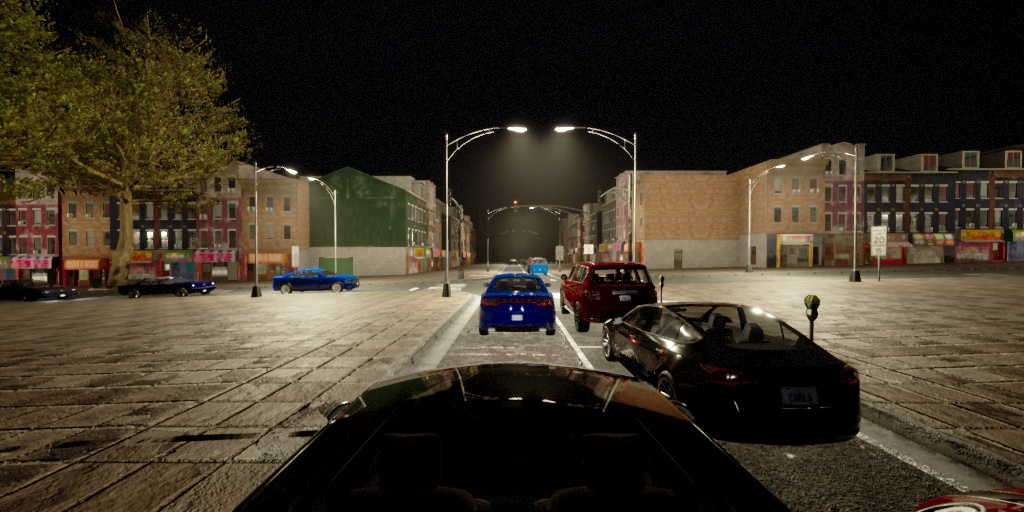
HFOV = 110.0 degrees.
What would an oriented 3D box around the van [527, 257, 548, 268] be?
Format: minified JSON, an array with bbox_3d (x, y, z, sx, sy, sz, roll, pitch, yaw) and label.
[{"bbox_3d":[2.772,1.105,37.119,1.690,1.789,3.998,0,0,0],"label":"van"}]

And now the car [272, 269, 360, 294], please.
[{"bbox_3d":[-12.234,1.542,22.547,5.008,1.535,1.882,-2,1,-1],"label":"car"}]

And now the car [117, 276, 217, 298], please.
[{"bbox_3d":[-21.565,1.940,22.579,4.718,1.301,1.895,-2,1,0],"label":"car"}]

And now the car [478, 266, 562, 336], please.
[{"bbox_3d":[0.147,1.227,10.482,1.882,1.535,5.008,0,0,1],"label":"car"}]

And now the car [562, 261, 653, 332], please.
[{"bbox_3d":[2.669,1.064,10.758,2.192,1.841,5.009,0,0,0],"label":"car"}]

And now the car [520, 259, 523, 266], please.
[{"bbox_3d":[2.877,1.359,64.150,2.007,1.370,4.403,0,0,0],"label":"car"}]

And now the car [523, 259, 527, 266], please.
[{"bbox_3d":[2.793,1.085,42.524,2.192,1.841,5.009,0,0,0],"label":"car"}]

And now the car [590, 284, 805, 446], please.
[{"bbox_3d":[2.648,1.315,5.356,1.948,1.339,4.313,0,0,0],"label":"car"}]

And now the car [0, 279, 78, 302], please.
[{"bbox_3d":[-30.964,2.181,22.613,5.357,1.411,2.033,-2,1,1],"label":"car"}]
